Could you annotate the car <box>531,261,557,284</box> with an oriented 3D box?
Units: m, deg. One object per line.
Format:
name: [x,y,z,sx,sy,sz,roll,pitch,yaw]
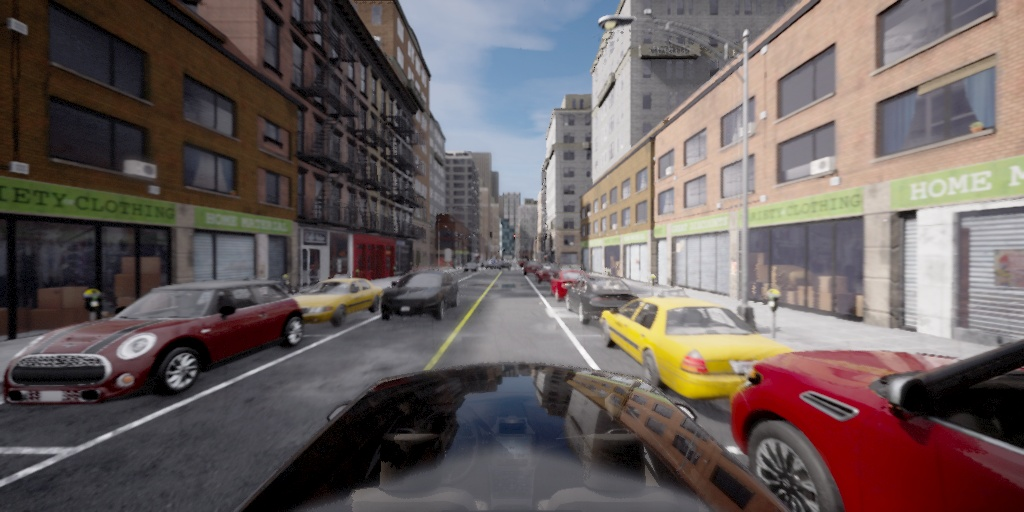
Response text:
car: [2.851,1.317,28.397,1.967,1.591,4.097,0,0,0]

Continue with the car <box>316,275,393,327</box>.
car: [-5.671,1.319,11.735,1.751,1.417,4.829,0,0,0]

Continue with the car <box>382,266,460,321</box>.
car: [-3.103,1.276,12.955,1.882,1.535,5.008,0,0,0]

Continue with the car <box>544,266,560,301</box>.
car: [2.853,1.366,17.404,1.888,1.381,4.507,0,0,0]

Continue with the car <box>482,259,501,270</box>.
car: [-3.011,1.276,54.112,1.895,1.301,4.718,0,0,0]

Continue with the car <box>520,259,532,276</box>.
car: [2.378,1.301,41.292,2.097,1.767,4.553,0,0,0]

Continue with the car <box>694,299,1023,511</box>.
car: [2.857,1.062,0.915,2.192,1.841,5.009,0,0,0]

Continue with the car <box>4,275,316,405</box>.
car: [-5.670,1.209,6.409,1.967,1.591,4.097,0,0,0]

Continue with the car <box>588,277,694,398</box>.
car: [2.855,1.295,6.581,1.751,1.417,4.829,0,0,0]

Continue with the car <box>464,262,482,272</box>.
car: [-5.679,1.569,50.382,1.948,1.339,4.313,0,0,0]

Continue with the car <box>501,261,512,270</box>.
car: [-1.837,1.580,60.450,2.128,1.511,4.902,0,0,31]

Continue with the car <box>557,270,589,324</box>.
car: [2.854,1.345,11.907,2.007,1.370,4.403,0,0,0]
